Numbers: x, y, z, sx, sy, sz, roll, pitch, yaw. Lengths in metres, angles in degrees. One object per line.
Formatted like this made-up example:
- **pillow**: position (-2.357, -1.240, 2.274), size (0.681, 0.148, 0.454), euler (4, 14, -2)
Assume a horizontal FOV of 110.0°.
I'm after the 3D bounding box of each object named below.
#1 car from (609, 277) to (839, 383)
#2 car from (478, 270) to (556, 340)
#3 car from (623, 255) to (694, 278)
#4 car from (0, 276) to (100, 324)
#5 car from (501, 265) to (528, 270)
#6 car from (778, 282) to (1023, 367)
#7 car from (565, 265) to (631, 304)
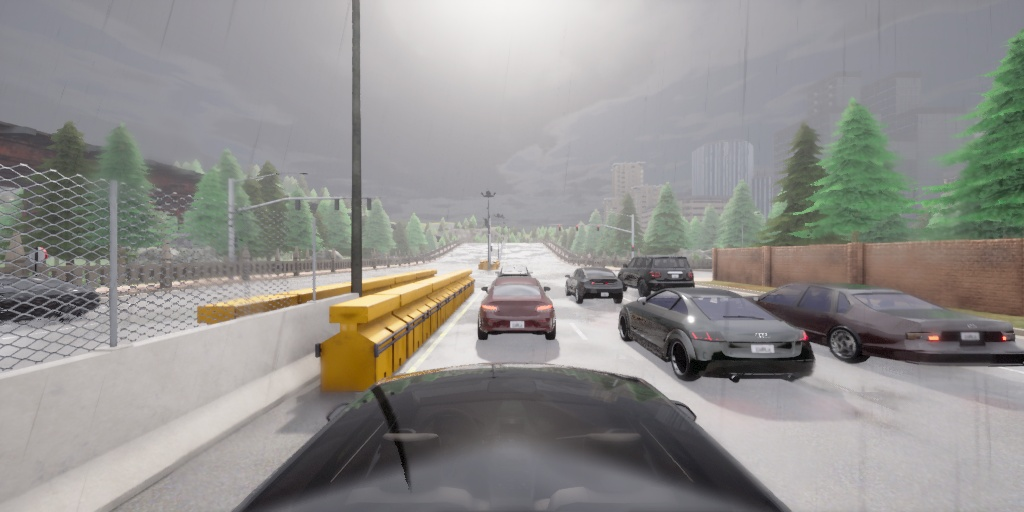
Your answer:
- **car**: position (3.611, 1.314, 7.204), size (1.994, 1.385, 4.181), euler (0, 0, -1)
- **car**: position (0.110, 1.276, 9.834), size (1.812, 1.442, 4.674), euler (0, 0, 0)
- **car**: position (7.118, 0.972, 18.310), size (2.150, 2.045, 5.566), euler (0, 0, 0)
- **car**: position (-14.058, 1.275, 9.477), size (1.812, 1.442, 4.674), euler (0, 0, 0)
- **car**: position (0.120, 1.241, 19.079), size (2.128, 1.511, 4.902), euler (0, 0, 0)
- **car**: position (7.108, 1.297, 8.068), size (2.033, 1.411, 5.357), euler (0, 0, 0)
- **car**: position (3.616, 1.255, 16.371), size (1.837, 1.490, 4.892), euler (0, 0, 0)
